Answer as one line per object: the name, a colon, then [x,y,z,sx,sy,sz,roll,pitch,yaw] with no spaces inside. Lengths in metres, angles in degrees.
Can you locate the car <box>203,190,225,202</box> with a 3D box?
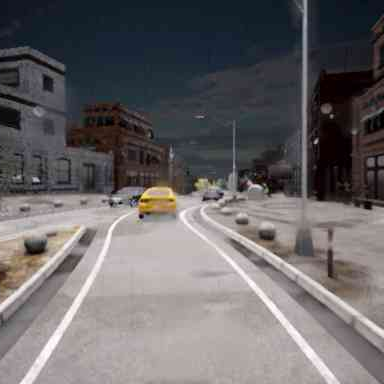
car: [2.548,0.403,38.175,1.994,1.385,4.181,0,0,15]

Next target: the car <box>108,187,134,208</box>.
car: [-4.501,0.347,25.045,2.128,1.511,4.902,0,1,16]

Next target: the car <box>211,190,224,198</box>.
car: [5.072,0.450,65.308,2.128,1.511,4.902,0,0,9]

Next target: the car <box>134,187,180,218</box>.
car: [-1.714,0.512,18.286,1.882,1.535,5.008,0,2,-1]
